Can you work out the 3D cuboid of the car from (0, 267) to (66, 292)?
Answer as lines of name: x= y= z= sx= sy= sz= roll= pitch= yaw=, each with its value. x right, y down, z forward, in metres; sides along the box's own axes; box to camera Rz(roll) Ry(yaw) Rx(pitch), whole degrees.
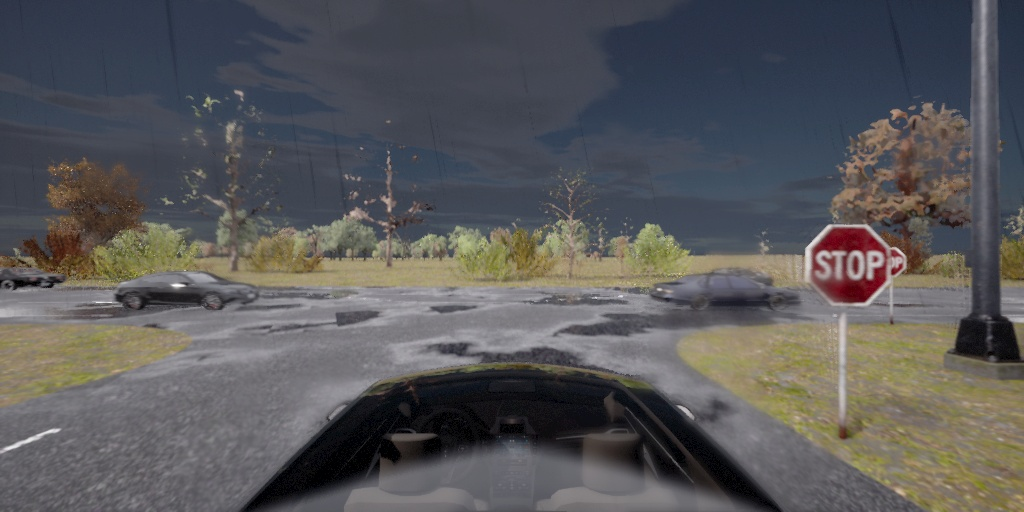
car: x=-28.798 y=1.306 z=20.359 sx=4.718 sy=1.301 sz=1.895 roll=0 pitch=0 yaw=-2

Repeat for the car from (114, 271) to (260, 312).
car: x=-12.423 y=1.294 z=13.838 sx=4.674 sy=1.442 sz=1.812 roll=0 pitch=0 yaw=-2

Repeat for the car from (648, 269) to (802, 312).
car: x=8.353 y=1.395 z=14.330 sx=5.357 sy=1.411 sz=2.033 roll=0 pitch=0 yaw=-2
